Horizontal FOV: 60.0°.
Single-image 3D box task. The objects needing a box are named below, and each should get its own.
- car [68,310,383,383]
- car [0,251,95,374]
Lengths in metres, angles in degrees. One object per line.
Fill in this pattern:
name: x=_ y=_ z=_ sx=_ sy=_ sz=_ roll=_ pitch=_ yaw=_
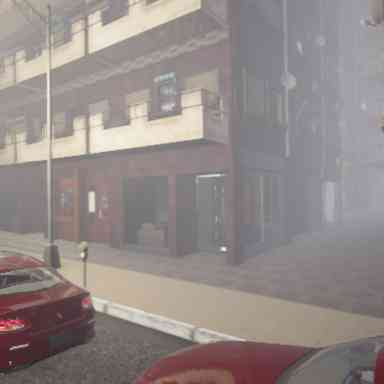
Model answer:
car: x=1.372 y=1.582 z=1.870 sx=4.206 sy=1.307 sz=1.802 roll=0 pitch=-1 yaw=36
car: x=-3.245 y=1.598 z=5.163 sx=4.206 sy=1.307 sz=1.802 roll=0 pitch=-1 yaw=36
